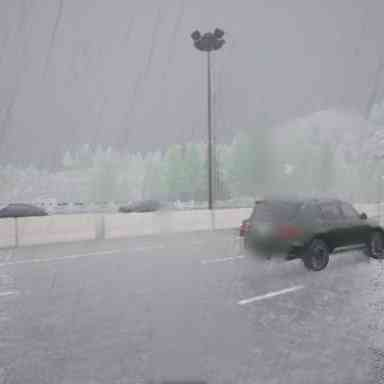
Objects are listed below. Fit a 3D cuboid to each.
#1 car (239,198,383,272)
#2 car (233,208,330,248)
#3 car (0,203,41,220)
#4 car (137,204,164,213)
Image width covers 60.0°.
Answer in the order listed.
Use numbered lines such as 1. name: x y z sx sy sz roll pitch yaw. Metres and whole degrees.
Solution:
1. car: 4.204 1.226 11.068 5.566 2.045 2.150 0 0 -36
2. car: 4.230 1.542 15.393 4.674 1.442 1.812 0 0 -36
3. car: -13.263 1.548 24.614 4.674 1.442 1.812 0 0 -36
4. car: -4.901 1.602 34.927 5.357 1.411 2.033 0 0 -36
